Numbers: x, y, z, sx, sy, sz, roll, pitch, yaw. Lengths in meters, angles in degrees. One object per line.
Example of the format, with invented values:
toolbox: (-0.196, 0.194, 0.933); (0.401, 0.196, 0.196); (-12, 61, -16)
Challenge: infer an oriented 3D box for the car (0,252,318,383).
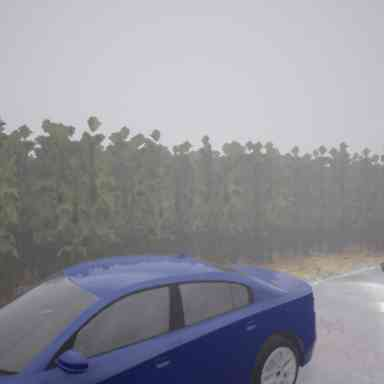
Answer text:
car: (-0.795, 1.476, 3.405); (5.008, 1.535, 1.882); (0, 0, -35)

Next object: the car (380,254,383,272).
car: (7.361, 1.531, 9.141); (5.357, 1.411, 2.033); (0, 0, -35)
